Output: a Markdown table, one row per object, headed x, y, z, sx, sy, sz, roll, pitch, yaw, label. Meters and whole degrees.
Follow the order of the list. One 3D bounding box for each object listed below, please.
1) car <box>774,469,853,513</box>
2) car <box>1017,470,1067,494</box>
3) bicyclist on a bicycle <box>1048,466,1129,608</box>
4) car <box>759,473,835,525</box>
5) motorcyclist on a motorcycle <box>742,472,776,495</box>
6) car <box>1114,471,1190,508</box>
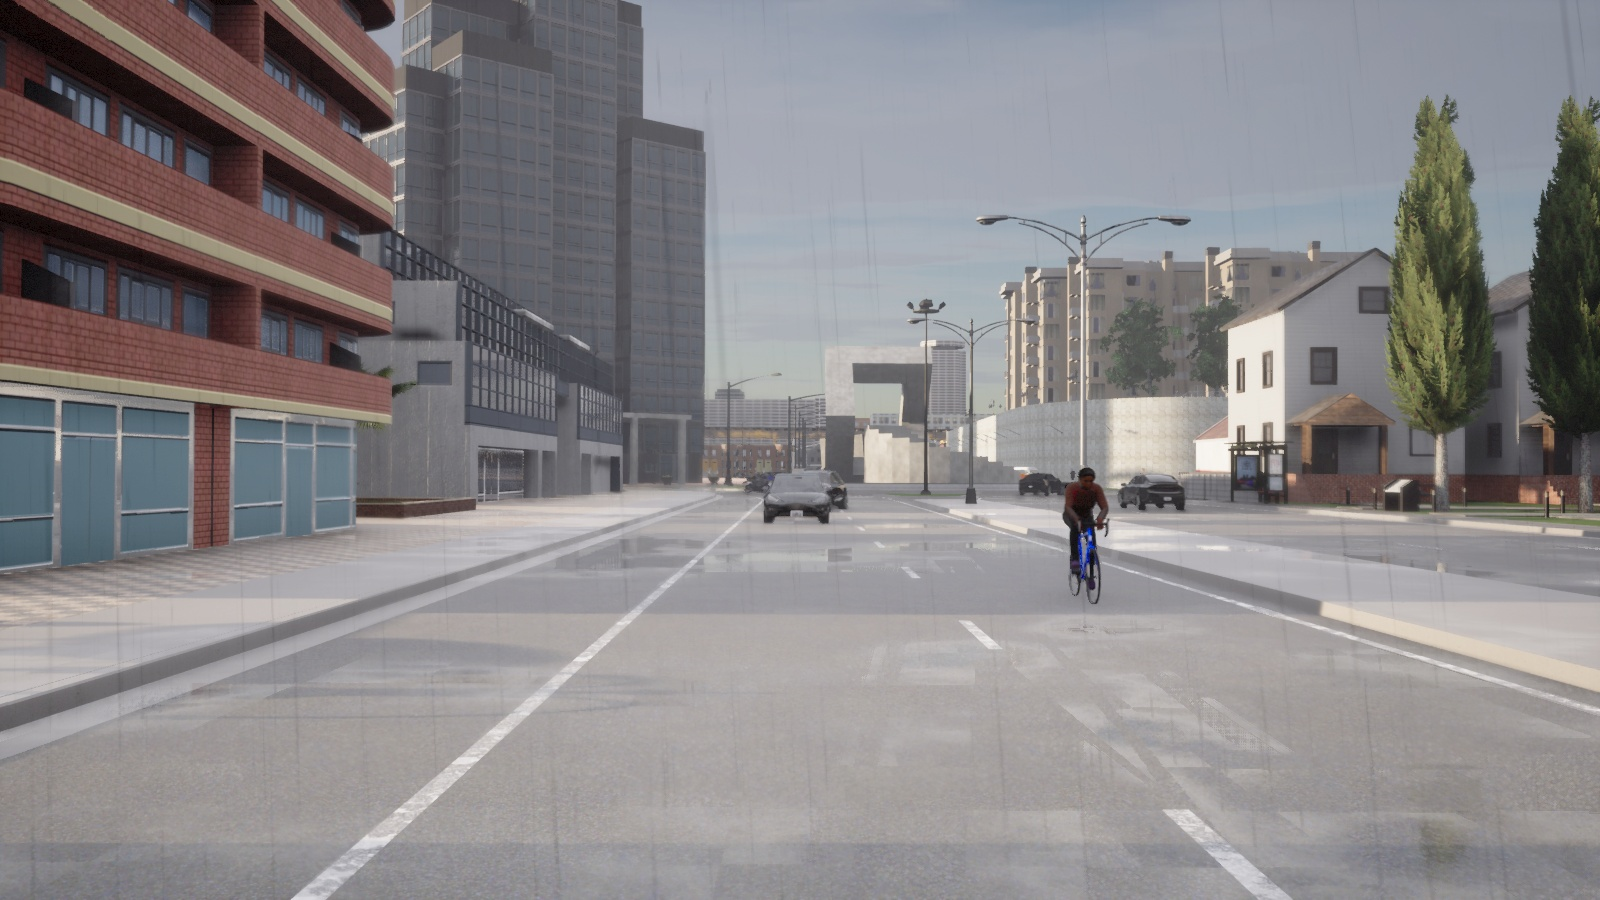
| x | y | z | sx | sy | sz | roll | pitch | yaw | label |
| --- | --- | --- | --- | --- | --- | --- | --- | --- | --- |
| 0.608 | 1.580 | 50.002 | 2.033 | 1.649 | 4.856 | 0 | -1 | 14 | car |
| 16.062 | 2.121 | 83.176 | 1.882 | 1.535 | 5.008 | -1 | -1 | 28 | car |
| 3.464 | 1.008 | 15.203 | 0.582 | 1.620 | 1.656 | 0 | -1 | 0 | bicyclist on a bicycle |
| -0.090 | 1.460 | 38.498 | 2.163 | 1.488 | 4.792 | 0 | -1 | 0 | car |
| -2.791 | 2.296 | 85.689 | 2.191 | 1.530 | 0.866 | -1 | -2 | 35 | motorcyclist on a motorcycle |
| 14.876 | 1.653 | 53.308 | 1.837 | 1.490 | 4.892 | 0 | -1 | 0 | car |
